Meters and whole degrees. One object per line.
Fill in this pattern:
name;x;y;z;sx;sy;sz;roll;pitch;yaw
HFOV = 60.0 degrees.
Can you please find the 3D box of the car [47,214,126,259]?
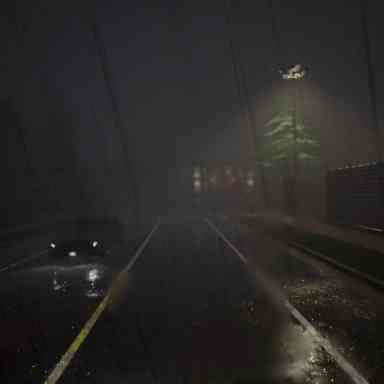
car;-3.942;1.632;13.449;2.033;1.411;5.357;-1;0;-2
